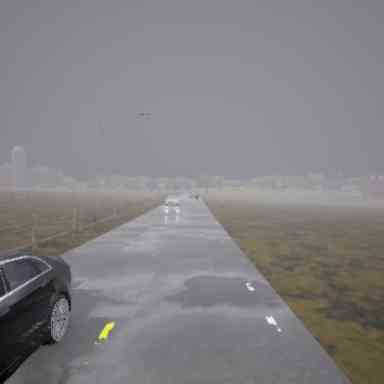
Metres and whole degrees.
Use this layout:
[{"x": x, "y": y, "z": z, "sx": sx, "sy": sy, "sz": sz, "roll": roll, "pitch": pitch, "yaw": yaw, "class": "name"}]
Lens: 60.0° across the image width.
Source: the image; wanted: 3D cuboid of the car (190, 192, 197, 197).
[{"x": 0.400, "y": 0.626, "z": 92.678, "sx": 2.033, "sy": 1.411, "sz": 5.357, "roll": 0, "pitch": 1, "yaw": 1, "class": "car"}]

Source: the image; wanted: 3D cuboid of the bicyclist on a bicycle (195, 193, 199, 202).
[{"x": 0.951, "y": 0.981, "z": 62.454, "sx": 0.866, "sy": 1.612, "sz": 1.509, "roll": 0, "pitch": 1, "yaw": 0, "class": "bicyclist on a bicycle"}]

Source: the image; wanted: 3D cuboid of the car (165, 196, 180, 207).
[{"x": -2.729, "y": 1.258, "z": 46.814, "sx": 1.812, "sy": 1.442, "sz": 4.674, "roll": 0, "pitch": 0, "yaw": 1, "class": "car"}]

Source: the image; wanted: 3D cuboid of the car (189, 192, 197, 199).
[{"x": 0.286, "y": 0.906, "z": 78.576, "sx": 1.994, "sy": 1.385, "sz": 4.181, "roll": 0, "pitch": 1, "yaw": 0, "class": "car"}]

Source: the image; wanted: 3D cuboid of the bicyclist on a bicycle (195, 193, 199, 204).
[{"x": 0.878, "y": 1.037, "z": 52.520, "sx": 0.659, "sy": 1.776, "sz": 1.843, "roll": 0, "pitch": 1, "yaw": 0, "class": "bicyclist on a bicycle"}]

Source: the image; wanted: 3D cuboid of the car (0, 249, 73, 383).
[{"x": -2.849, "y": 1.487, "z": 3.539, "sx": 2.128, "sy": 1.511, "sz": 4.902, "roll": 0, "pitch": 0, "yaw": 0, "class": "car"}]
